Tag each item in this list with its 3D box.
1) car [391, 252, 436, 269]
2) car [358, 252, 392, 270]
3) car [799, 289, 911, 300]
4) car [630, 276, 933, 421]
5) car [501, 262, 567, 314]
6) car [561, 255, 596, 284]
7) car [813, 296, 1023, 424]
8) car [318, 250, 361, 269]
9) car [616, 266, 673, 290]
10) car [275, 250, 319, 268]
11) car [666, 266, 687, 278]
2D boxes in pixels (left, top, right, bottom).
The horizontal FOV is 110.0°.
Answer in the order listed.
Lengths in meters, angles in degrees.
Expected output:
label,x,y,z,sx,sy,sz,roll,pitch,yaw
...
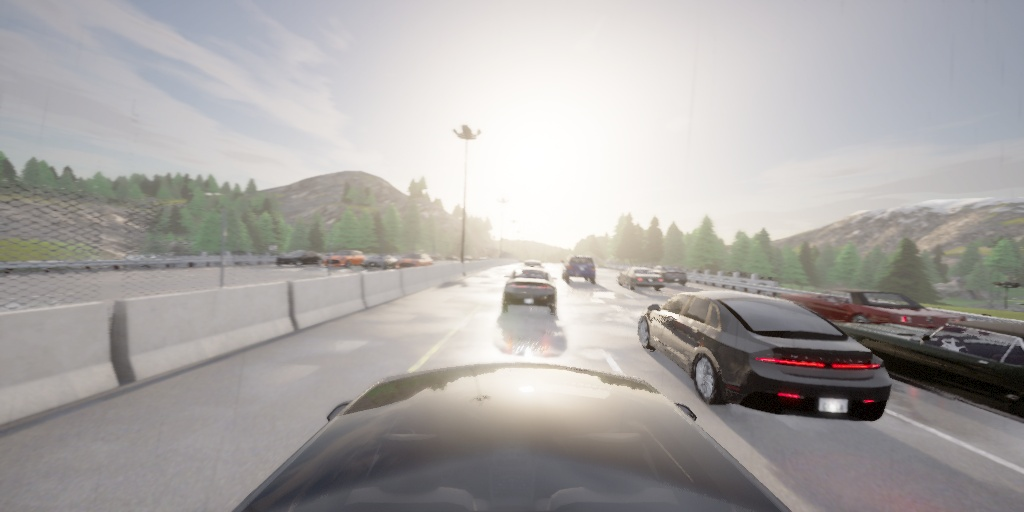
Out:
label,x,y,z,sx,sy,sz,roll,pitch,yaw
car,-8.809,0.504,32.631,2.097,1.767,4.553,2,0,4
car,-12.249,0.568,33.771,1.994,1.385,4.181,2,0,4
car,11.080,1.720,11.666,1.895,1.301,4.718,2,0,4
car,3.726,1.370,6.377,1.837,1.490,4.892,2,1,4
car,0.691,1.175,13.526,2.128,1.511,4.902,2,0,4
car,5.104,0.973,27.898,2.150,2.045,5.566,2,0,4
car,7.147,1.612,5.192,1.895,1.301,4.718,2,0,4
car,-15.727,0.214,33.994,2.097,1.767,4.553,2,0,4
car,8.316,1.462,23.570,2.033,1.411,5.357,2,0,4
car,-19.309,0.203,32.861,1.882,1.535,5.008,2,0,4
car,12.133,1.524,28.424,2.128,1.511,4.902,2,0,4
